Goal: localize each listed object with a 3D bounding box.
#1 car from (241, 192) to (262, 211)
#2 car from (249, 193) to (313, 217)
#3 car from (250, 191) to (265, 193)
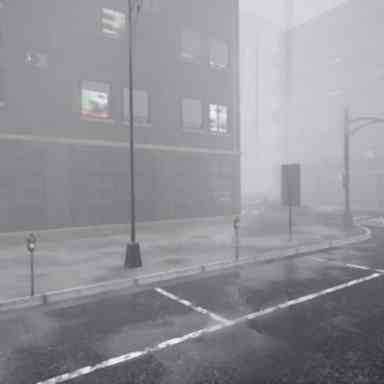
[{"bbox_3d":[3.549,0.921,28.922,1.752,1.417,4.829,0,1,-36],"label":"car"},{"bbox_3d":[6.732,1.021,24.563,2.008,1.369,4.403,0,1,-36],"label":"car"},{"bbox_3d":[6.955,0.629,38.468,1.967,1.590,4.097,0,1,-36],"label":"car"}]
